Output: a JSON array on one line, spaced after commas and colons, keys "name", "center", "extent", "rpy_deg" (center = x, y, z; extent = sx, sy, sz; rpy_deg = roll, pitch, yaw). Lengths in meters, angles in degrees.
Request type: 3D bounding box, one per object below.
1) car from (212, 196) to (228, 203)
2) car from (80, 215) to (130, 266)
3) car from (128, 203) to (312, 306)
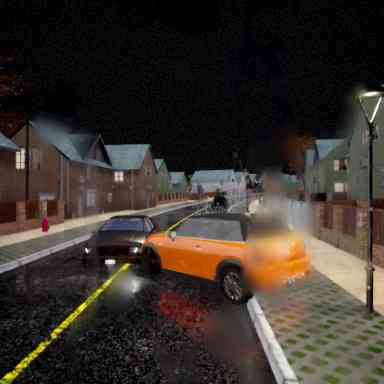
[{"name": "car", "center": [3.698, 1.281, 44.116], "extent": [1.812, 1.442, 4.674], "rpy_deg": [0, 1, 11]}, {"name": "car", "center": [-2.249, 1.531, 11.819], "extent": [2.033, 1.411, 5.357], "rpy_deg": [0, 0, 0]}, {"name": "car", "center": [0.547, 1.308, 8.442], "extent": [2.097, 1.767, 4.553], "rpy_deg": [-2, 0, -40]}]
